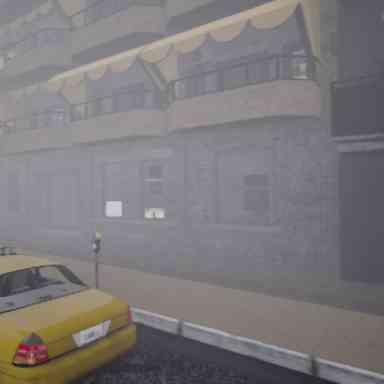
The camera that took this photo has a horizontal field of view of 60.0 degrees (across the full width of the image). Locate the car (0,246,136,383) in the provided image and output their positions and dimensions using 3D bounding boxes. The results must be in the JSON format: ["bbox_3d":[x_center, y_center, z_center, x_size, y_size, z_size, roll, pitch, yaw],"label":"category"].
[{"bbox_3d":[-3.001,1.487,4.888,4.829,1.417,1.752,0,0,34],"label":"car"}]
